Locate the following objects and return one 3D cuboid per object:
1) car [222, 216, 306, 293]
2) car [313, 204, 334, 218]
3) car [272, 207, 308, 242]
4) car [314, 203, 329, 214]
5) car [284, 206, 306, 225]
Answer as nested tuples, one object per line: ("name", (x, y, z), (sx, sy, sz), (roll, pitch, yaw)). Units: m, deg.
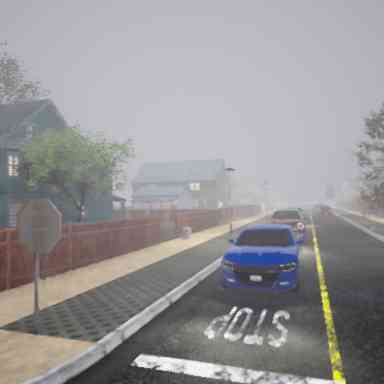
("car", (2.243, 1.711, 9.841), (1.882, 1.535, 5.008), (-2, -2, 19))
("car", (15.802, 2.308, 39.741), (1.812, 1.442, 4.674), (-2, -2, 19))
("car", (5.330, 1.765, 18.687), (2.097, 1.767, 4.553), (-2, -2, 19))
("car", (19.393, 2.485, 50.030), (1.882, 1.535, 5.008), (-2, -2, 19))
("car", (9.848, 2.183, 31.562), (1.837, 1.490, 4.892), (-2, -2, 19))
